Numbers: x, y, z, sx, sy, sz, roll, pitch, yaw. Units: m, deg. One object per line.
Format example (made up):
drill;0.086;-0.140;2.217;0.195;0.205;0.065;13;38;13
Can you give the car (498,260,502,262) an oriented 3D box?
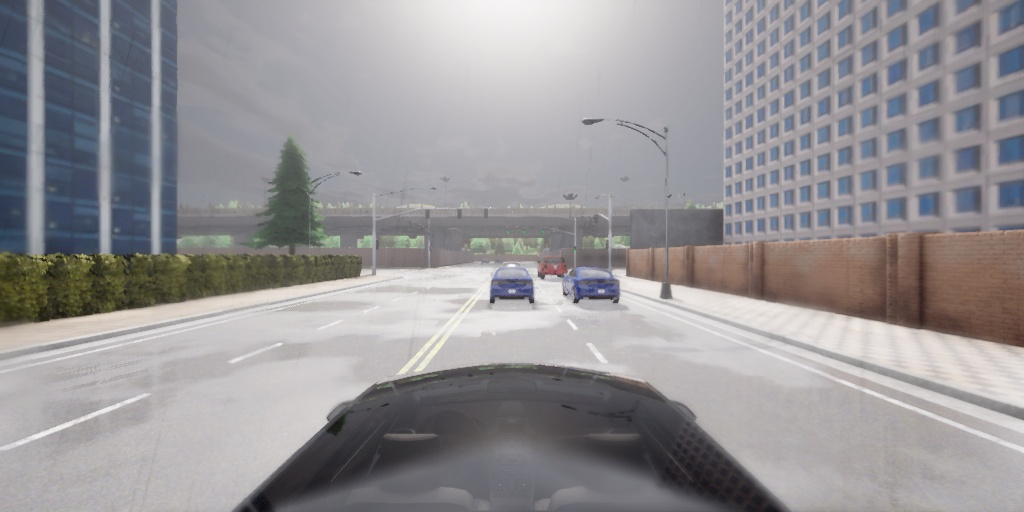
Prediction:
car;0.000;1.312;31.500;2.033;1.411;5.357;0;0;0

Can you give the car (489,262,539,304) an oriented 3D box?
car;0.000;1.234;16.500;1.882;1.535;5.008;0;0;0

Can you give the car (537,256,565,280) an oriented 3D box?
car;3.500;1.007;31.530;2.150;2.045;5.566;0;0;0

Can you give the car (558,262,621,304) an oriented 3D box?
car;3.500;1.234;16.500;1.882;1.535;5.008;0;0;0
